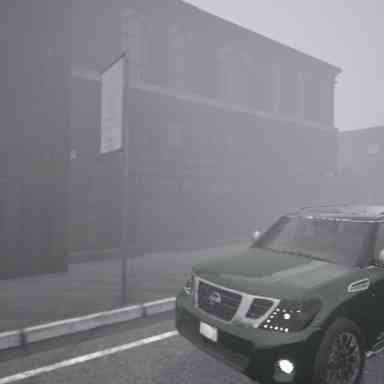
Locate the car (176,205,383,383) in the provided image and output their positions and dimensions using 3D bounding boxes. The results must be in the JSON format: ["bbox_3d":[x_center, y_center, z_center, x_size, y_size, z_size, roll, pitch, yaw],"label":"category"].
[{"bbox_3d":[2.436,1.263,5.421,5.566,2.045,2.150,1,0,-36],"label":"car"}]
